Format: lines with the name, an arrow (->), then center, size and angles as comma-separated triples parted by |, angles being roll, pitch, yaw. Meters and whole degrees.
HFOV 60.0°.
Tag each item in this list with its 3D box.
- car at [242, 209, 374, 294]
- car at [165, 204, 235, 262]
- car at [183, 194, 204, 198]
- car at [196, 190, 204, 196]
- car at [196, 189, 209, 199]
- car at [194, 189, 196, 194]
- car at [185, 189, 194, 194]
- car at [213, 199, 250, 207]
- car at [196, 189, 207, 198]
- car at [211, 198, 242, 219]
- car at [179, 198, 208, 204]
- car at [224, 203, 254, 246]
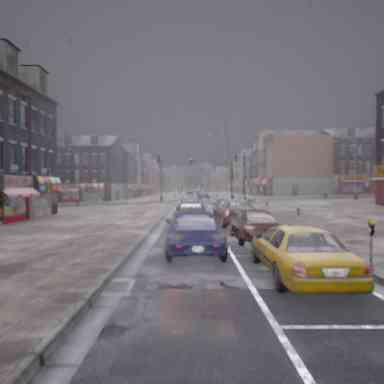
car -> 2.577, 1.376, 8.298 | 1.752, 1.417, 4.829 | 0, 1, 0
car -> 0.070, 1.328, 11.180 | 1.812, 1.442, 4.674 | 0, 1, -2
car -> -0.183, 1.094, 30.101 | 1.895, 1.301, 4.718 | 0, 1, 0
car -> 2.053, 0.213, 83.470 | 1.967, 1.590, 4.097 | -1, 1, 0
car -> 2.203, 0.483, 61.863 | 1.967, 1.590, 4.097 | -1, 1, 0
car -> 2.164, 0.288, 67.262 | 2.192, 1.841, 5.009 | -1, 1, 0
car -> -0.583, 0.183, 84.398 | 1.837, 1.490, 4.892 | 0, 1, 0
car -> 2.501, 1.109, 19.058 | 1.967, 1.590, 4.097 | 0, 1, 0
car -> 2.126, 0.220, 72.665 | 2.192, 1.841, 5.009 | -1, 1, 0
car -> 2.464, 1.162, 24.526 | 1.802, 1.307, 4.206 | 0, 1, 0
car -> -0.054, 1.255, 20.011 | 1.895, 1.301, 4.718 | 0, 1, 0
car -> 2.540, 1.342, 13.595 | 1.802, 1.307, 4.206 | 0, 1, 0
